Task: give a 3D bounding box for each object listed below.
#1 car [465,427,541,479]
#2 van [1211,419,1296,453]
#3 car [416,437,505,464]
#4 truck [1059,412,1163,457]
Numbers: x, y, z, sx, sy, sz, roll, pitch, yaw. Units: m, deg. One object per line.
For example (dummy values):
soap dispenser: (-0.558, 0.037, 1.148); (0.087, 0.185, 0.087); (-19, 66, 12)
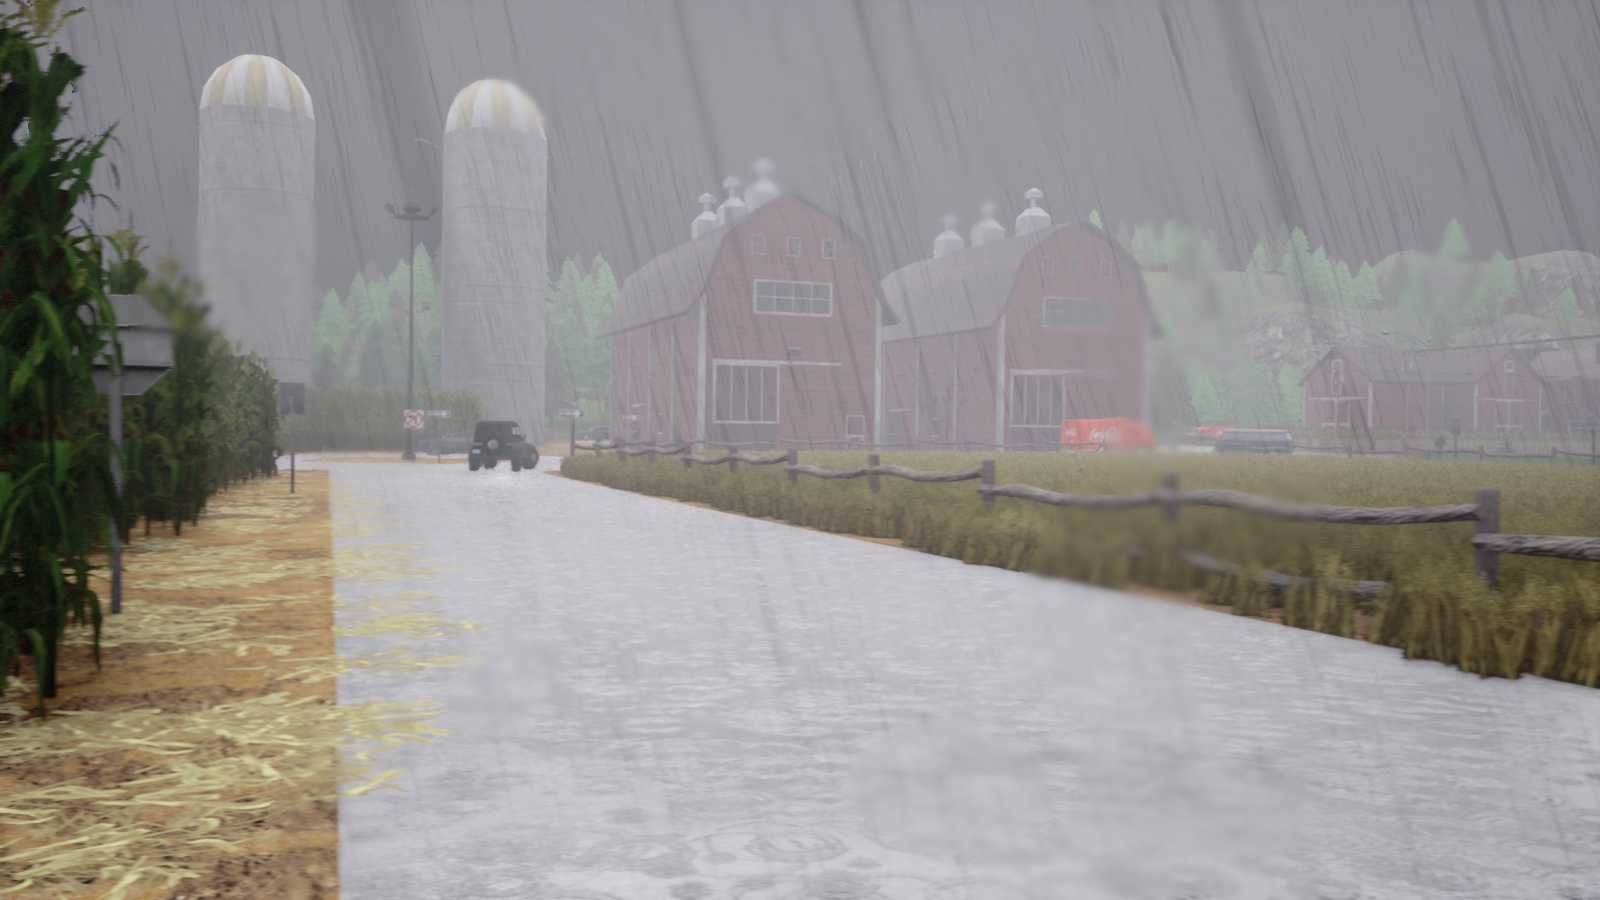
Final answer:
car: (-11.246, 0.065, 47.759); (1.905, 1.878, 3.866); (-1, 1, 0)
van: (27.014, -0.827, 74.779); (4.442, 1.987, 1.775); (0, 1, 36)
car: (-18.386, 0.034, 68.088); (4.181, 1.385, 1.994); (0, 1, 7)
truck: (17.888, -0.916, 72.360); (5.204, 2.467, 2.627); (-2, 1, -19)
